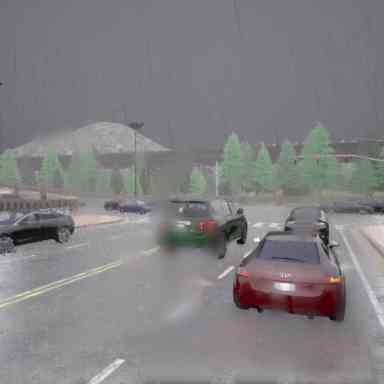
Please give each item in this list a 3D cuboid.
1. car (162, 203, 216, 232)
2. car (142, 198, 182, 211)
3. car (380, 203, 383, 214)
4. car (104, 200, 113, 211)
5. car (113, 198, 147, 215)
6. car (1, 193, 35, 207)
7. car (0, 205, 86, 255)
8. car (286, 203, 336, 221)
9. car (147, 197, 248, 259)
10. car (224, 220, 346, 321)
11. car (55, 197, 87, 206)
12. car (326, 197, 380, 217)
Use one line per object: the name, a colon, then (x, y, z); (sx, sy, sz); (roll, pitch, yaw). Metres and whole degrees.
car: (-0.046, 1.527, 21.123); (1.812, 1.442, 4.674); (0, 0, 22)
car: (-3.805, 1.525, 41.657); (4.674, 1.442, 1.812); (0, 0, 20)
car: (18.060, 1.351, 33.839); (4.553, 1.767, 2.097); (0, 0, 20)
car: (-7.984, 1.477, 39.427); (5.008, 1.535, 1.882); (0, 0, 20)
car: (-5.482, 1.525, 33.601); (4.674, 1.442, 1.812); (0, 0, 36)
car: (-20.513, 1.184, 40.191); (5.566, 2.045, 2.150); (1, 0, 20)
car: (-6.892, 1.491, 13.467); (2.128, 1.511, 4.902); (0, 0, 22)
car: (5.504, 1.492, 15.774); (2.128, 1.511, 4.902); (0, 0, 22)
car: (0.634, 1.221, 12.996); (2.150, 2.045, 5.566); (0, 0, 21)
car: (2.271, 1.564, 7.472); (1.994, 1.385, 4.181); (0, 0, 21)
car: (-17.066, 1.454, 46.392); (5.008, 1.535, 1.882); (0, 0, 20)
car: (14.500, 1.492, 31.394); (4.902, 1.511, 2.128); (0, 0, 20)
